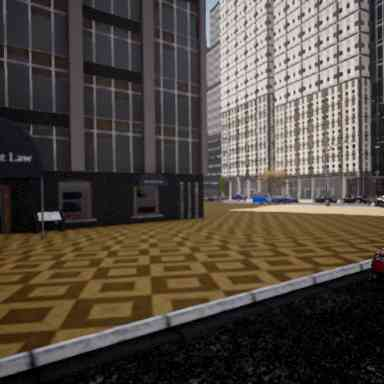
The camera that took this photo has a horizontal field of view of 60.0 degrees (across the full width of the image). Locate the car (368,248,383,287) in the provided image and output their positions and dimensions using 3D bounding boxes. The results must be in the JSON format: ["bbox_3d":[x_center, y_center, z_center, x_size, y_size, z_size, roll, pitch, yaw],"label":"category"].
[{"bbox_3d":[5.797,1.381,7.390,4.181,1.385,1.994,-1,1,-35],"label":"car"}]

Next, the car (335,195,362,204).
[{"bbox_3d":[24.006,1.068,49.101,1.947,1.339,4.313,-2,0,-24],"label":"car"}]

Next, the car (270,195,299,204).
[{"bbox_3d":[15.354,1.314,54.384,1.895,1.301,4.718,-1,0,-24],"label":"car"}]

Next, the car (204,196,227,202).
[{"bbox_3d":[4.908,1.595,71.378,2.008,1.369,4.403,-2,0,-24],"label":"car"}]

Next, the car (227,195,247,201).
[{"bbox_3d":[10.327,1.301,73.214,1.812,1.442,4.674,-1,0,-24],"label":"car"}]

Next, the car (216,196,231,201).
[{"bbox_3d":[7.984,1.661,85.066,1.802,1.307,4.206,-2,0,-24],"label":"car"}]

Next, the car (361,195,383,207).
[{"bbox_3d":[20.932,1.031,35.413,2.008,1.369,4.403,-2,0,-24],"label":"car"}]

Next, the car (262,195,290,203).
[{"bbox_3d":[15.478,1.306,61.679,2.033,1.411,5.357,-1,0,-24],"label":"car"}]

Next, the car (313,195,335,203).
[{"bbox_3d":[21.717,1.147,54.239,1.947,1.339,4.313,-2,0,-24],"label":"car"}]

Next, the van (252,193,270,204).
[{"bbox_3d":[11.768,1.139,55.965,1.690,1.788,3.998,-2,0,-24],"label":"van"}]

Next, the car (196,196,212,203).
[{"bbox_3d":[2.687,1.652,76.361,1.752,1.417,4.829,-2,0,-24],"label":"car"}]
